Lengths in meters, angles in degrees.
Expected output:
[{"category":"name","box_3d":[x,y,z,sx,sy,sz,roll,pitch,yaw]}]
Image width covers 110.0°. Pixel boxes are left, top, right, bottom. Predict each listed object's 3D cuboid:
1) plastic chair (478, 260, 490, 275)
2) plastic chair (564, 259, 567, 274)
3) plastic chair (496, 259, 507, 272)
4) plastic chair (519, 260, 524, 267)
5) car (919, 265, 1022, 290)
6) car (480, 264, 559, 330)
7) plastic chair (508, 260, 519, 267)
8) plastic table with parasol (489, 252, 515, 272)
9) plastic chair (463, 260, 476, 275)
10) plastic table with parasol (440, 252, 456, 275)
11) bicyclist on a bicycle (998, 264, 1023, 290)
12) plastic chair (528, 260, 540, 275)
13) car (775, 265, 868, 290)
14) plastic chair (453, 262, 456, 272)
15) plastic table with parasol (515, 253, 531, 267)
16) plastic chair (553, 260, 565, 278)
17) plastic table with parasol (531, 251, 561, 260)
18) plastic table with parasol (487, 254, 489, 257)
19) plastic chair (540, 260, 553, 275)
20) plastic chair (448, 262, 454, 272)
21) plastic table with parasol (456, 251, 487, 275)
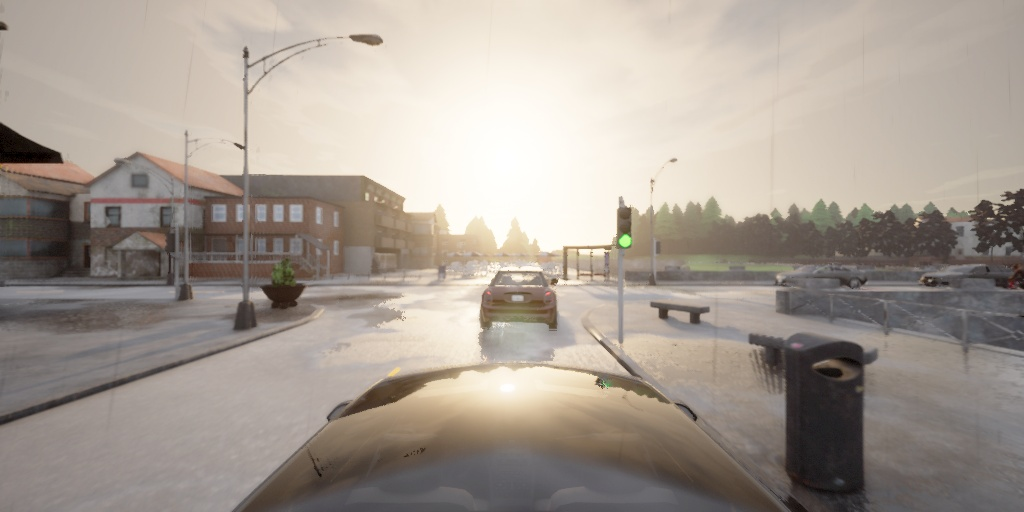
[{"category":"plastic chair","box_3d":[-2.960,1.341,38.012,0.730,1.272,0.750,0,0,0]},{"category":"plastic chair","box_3d":[6.340,1.355,45.913,0.730,1.272,0.750,0,0,0]},{"category":"plastic chair","box_3d":[-1.260,1.351,43.912,0.750,1.272,0.730,0,0,0]},{"category":"plastic chair","box_3d":[1.044,1.364,51.544,0.750,1.272,0.730,0,0,-1]},{"category":"car","box_3d":[28.428,1.291,22.315,4.892,1.490,1.837,0,0,0]},{"category":"car","box_3d":[0.387,1.118,11.381,2.097,1.767,4.553,0,0,6]},{"category":"plastic chair","box_3d":[0.140,1.353,45.012,0.730,1.272,0.750,0,0,0]},{"category":"plastic table with parasol","box_3d":[-1.210,0.749,45.112,2.482,2.480,2.482,0,0,0]},{"category":"plastic chair","box_3d":[-4.360,1.339,36.912,0.750,1.272,0.730,0,0,0]},{"category":"plastic table with parasol","box_3d":[-7.130,0.748,44.722,2.482,2.480,2.482,0,0,0]},{"category":"bicyclist on a bicycle","box_3d":[19.812,1.120,13.920,0.582,1.620,1.656,0,0,0]},{"category":"plastic chair","box_3d":[2.240,1.340,37.412,0.730,1.272,0.750,0,0,0]},{"category":"car","box_3d":[19.130,1.277,22.318,4.902,1.511,2.128,0,0,0]},{"category":"plastic chair","box_3d":[-5.560,1.341,38.212,0.730,1.272,0.750,0,0,0]},{"category":"plastic table with parasol","box_3d":[1.160,0.762,52.722,2.482,2.480,2.482,0,0,0]},{"category":"plastic chair","box_3d":[4.840,1.340,37.212,0.730,1.272,0.750,0,0,0]},{"category":"plastic table with parasol","box_3d":[3.580,0.736,37.382,2.482,2.480,2.482,0,0,0]},{"category":"plastic table with parasol","box_3d":[-4.620,0.774,59.642,2.482,2.480,2.482,0,0,0]},{"category":"plastic chair","box_3d":[3.440,1.338,36.112,0.750,1.272,0.730,0,0,0]},{"category":"plastic chair","box_3d":[-7.056,1.350,43.544,0.750,1.272,0.730,0,0,-1]},{"category":"plastic table with parasol","box_3d":[-4.240,0.737,38.132,2.482,2.480,2.482,0,0,0]}]
